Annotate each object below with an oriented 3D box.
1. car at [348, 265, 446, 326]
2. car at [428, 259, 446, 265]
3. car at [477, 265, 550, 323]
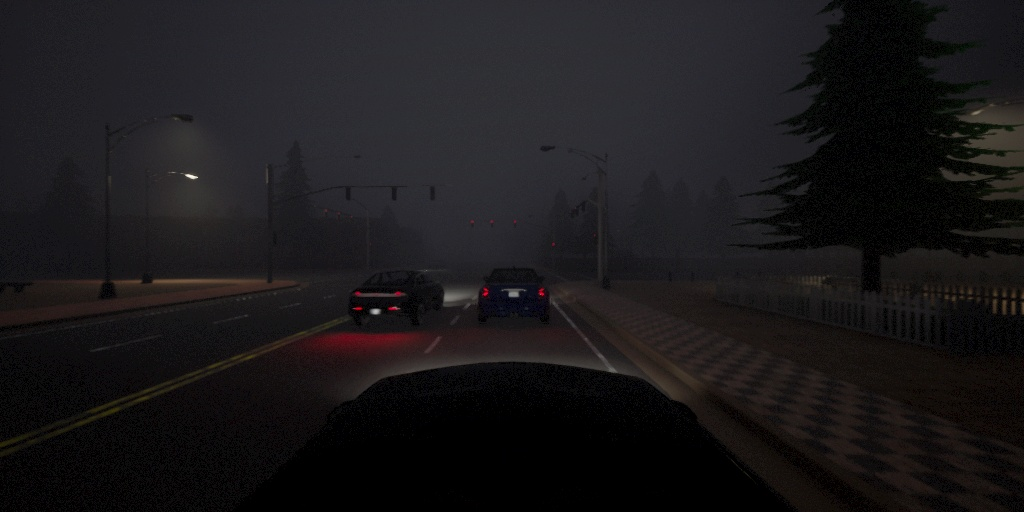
[{"bbox_3d":[-3.441,1.206,11.501,2.128,1.511,4.902,0,0,0],"label":"car"},{"bbox_3d":[-10.500,1.120,50.287,1.882,1.535,5.008,0,1,0],"label":"car"},{"bbox_3d":[0.062,1.069,12.046,2.097,1.767,4.553,0,0,0],"label":"car"}]
